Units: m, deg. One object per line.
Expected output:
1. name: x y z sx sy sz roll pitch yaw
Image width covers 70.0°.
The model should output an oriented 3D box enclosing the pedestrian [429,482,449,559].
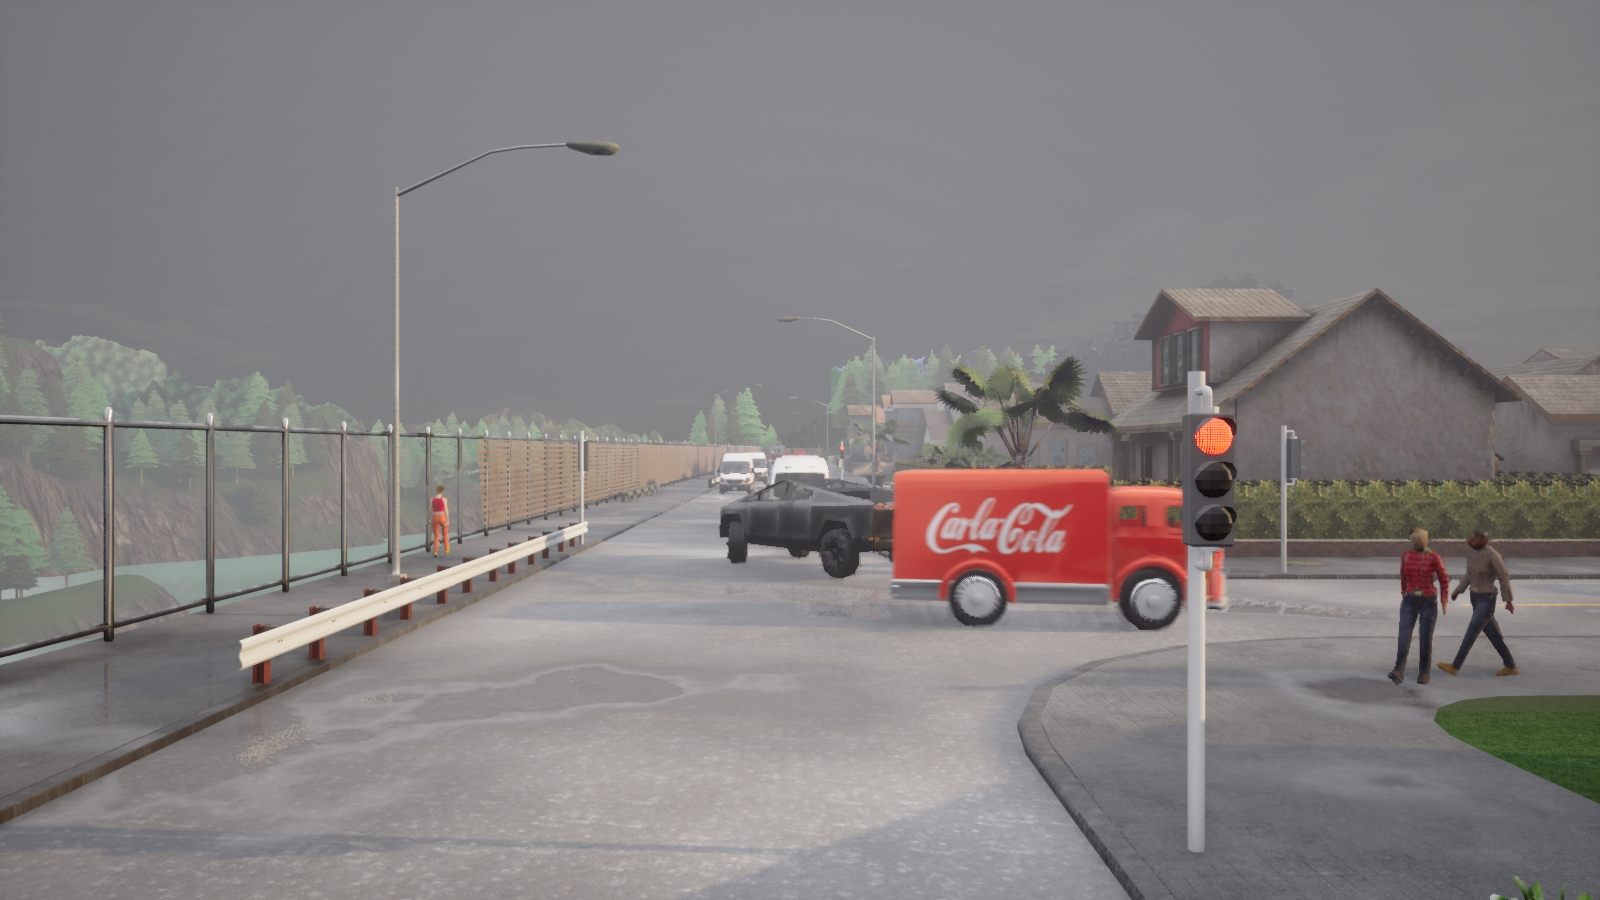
1. pedestrian: -8.888 1.727 28.117 0.375 1.860 0.375 0 0 0

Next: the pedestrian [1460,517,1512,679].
1. pedestrian: 8.092 1.736 13.483 0.375 1.860 0.375 0 0 -1

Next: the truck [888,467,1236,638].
1. truck: 4.195 1.554 18.827 5.204 2.467 2.627 0 1 11

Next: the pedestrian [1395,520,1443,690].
1. pedestrian: 7.023 1.737 12.960 0.375 1.860 0.375 0 0 -44

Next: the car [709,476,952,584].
1. car: 0.520 1.736 26.916 2.390 2.098 6.274 0 0 -36

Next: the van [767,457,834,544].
1. van: 0.006 1.511 36.872 1.988 2.561 5.915 0 0 0

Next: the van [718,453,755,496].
1. van: -3.980 1.489 72.412 1.988 2.561 5.915 0 0 0
